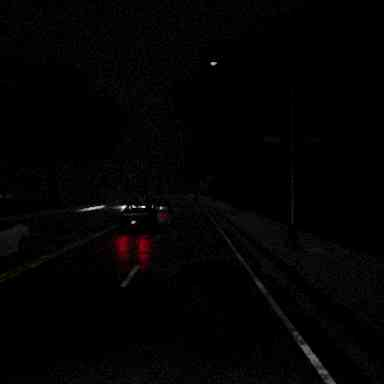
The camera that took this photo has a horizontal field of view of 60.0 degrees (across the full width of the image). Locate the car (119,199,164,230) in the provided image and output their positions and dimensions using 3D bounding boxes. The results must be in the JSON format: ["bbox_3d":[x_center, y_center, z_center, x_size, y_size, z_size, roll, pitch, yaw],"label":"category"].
[{"bbox_3d":[-3.159,1.422,20.412,2.128,1.511,4.902,0,0,0],"label":"car"}]

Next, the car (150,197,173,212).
[{"bbox_3d":[-3.164,1.386,36.526,1.837,1.490,4.892,0,0,0],"label":"car"}]

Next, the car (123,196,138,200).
[{"bbox_3d":[-9.834,1.330,53.303,2.128,1.511,4.902,0,0,0],"label":"car"}]

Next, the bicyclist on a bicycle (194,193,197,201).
[{"bbox_3d":[0.867,1.159,73.599,0.659,1.776,1.843,0,0,0],"label":"bicyclist on a bicycle"}]

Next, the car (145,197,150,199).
[{"bbox_3d":[-6.588,1.443,52.078,1.895,1.301,4.718,0,0,0],"label":"car"}]

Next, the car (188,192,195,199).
[{"bbox_3d":[-0.032,1.107,92.209,1.812,1.442,4.674,0,0,0],"label":"car"}]

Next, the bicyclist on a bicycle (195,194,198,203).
[{"bbox_3d":[0.870,1.182,64.597,0.659,1.776,1.843,0,0,0],"label":"bicyclist on a bicycle"}]

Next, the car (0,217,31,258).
[{"bbox_3d":[-6.602,1.491,10.016,1.812,1.442,4.674,0,0,0],"label":"car"}]
